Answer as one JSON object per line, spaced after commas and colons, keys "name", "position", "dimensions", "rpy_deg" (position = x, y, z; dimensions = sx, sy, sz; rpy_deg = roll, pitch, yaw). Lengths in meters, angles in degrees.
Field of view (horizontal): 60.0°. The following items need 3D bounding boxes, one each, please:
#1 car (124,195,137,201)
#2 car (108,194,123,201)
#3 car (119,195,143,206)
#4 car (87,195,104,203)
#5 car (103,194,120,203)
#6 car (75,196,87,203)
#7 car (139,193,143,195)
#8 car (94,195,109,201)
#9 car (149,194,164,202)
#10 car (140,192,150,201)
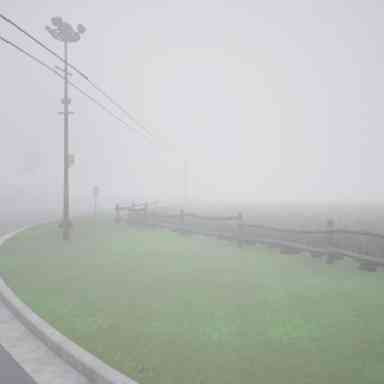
{"name": "car", "position": [-14.379, 1.380, 77.799], "dimensions": [1.994, 1.385, 4.181], "rpy_deg": [0, 0, 6]}
{"name": "car", "position": [-17.857, 1.305, 78.191], "dimensions": [1.882, 1.535, 5.008], "rpy_deg": [0, 0, 6]}
{"name": "car", "position": [-9.901, 1.561, 54.129], "dimensions": [1.994, 1.385, 4.181], "rpy_deg": [0, 0, 6]}
{"name": "car", "position": [-19.024, 1.455, 67.836], "dimensions": [1.882, 1.535, 5.008], "rpy_deg": [0, 0, 6]}
{"name": "car", "position": [-15.546, 1.543, 67.445], "dimensions": [2.033, 1.411, 5.357], "rpy_deg": [0, 0, 6]}
{"name": "car", "position": [-22.440, 1.503, 68.780], "dimensions": [1.812, 1.442, 4.674], "rpy_deg": [0, 0, 6]}
{"name": "car", "position": [-12.068, 1.543, 67.053], "dimensions": [2.033, 1.411, 5.357], "rpy_deg": [0, 0, 6]}
{"name": "car", "position": [-21.332, 1.423, 78.612], "dimensions": [1.895, 1.301, 4.718], "rpy_deg": [0, 0, 6]}
{"name": "car", "position": [-7.648, 1.591, 75.020], "dimensions": [1.895, 1.301, 4.718], "rpy_deg": [0, 0, 6]}
{"name": "car", "position": [-10.898, 1.053, 77.437], "dimensions": [2.150, 2.045, 5.566], "rpy_deg": [0, 0, 6]}
